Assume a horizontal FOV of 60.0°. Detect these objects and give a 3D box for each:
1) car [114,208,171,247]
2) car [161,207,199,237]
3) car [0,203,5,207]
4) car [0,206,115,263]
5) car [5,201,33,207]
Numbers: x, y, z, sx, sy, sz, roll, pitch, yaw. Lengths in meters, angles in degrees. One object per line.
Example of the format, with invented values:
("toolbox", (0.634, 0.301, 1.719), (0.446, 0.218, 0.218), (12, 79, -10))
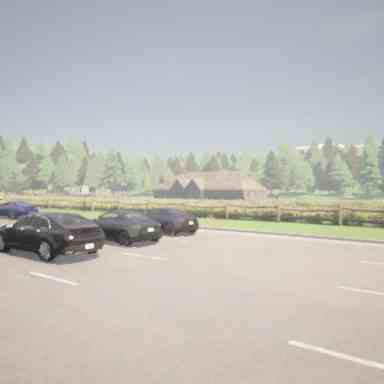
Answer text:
("car", (-3.327, 1.525, 14.930), (4.181, 1.385, 1.994), (0, 0, 36))
("car", (-1.670, 1.524, 18.051), (4.181, 1.385, 1.994), (0, 0, 36))
("car", (-15.673, 1.420, 23.744), (4.892, 1.490, 1.837), (1, 0, 36))
("car", (-5.212, 1.468, 11.974), (4.892, 1.490, 1.837), (0, 0, 36))
("car", (-14.400, 1.435, 27.141), (4.674, 1.442, 1.812), (0, 0, 36))
